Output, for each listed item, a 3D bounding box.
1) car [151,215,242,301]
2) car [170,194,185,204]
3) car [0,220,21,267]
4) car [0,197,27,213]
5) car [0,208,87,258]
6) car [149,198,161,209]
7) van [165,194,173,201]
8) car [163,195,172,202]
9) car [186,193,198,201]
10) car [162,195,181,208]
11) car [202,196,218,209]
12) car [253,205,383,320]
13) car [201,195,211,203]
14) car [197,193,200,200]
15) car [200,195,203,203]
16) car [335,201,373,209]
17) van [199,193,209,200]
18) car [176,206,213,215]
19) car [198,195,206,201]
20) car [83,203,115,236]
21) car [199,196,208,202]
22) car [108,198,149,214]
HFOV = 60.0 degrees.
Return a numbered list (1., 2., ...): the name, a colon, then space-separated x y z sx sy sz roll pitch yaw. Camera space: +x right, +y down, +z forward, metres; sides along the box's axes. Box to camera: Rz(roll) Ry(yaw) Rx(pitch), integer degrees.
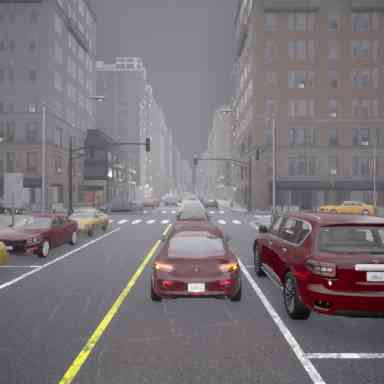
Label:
1. car: 0.090 1.528 8.197 1.812 1.442 4.674 0 0 0
2. car: -2.989 1.583 66.286 1.994 1.385 4.181 0 0 1
3. car: -5.845 1.527 7.083 1.752 1.417 4.829 1 0 0
4. car: -17.245 1.198 29.697 4.553 1.767 2.097 1 -1 0
5. car: -5.843 1.547 12.877 1.887 1.381 4.507 1 0 0
6. car: -5.827 1.555 45.522 1.887 1.381 4.507 1 0 0
7. van: -5.805 1.371 85.232 1.690 1.788 3.998 1 0 0
8. car: -5.808 1.466 79.559 1.967 1.590 4.097 1 0 0
9. car: 0.044 1.570 85.243 2.033 1.411 5.357 0 0 0
10. car: -3.069 1.519 49.860 1.837 1.490 4.892 0 -1 0
11. car: 2.699 1.593 45.508 1.802 1.307 4.206 1 0 0
12. car: 2.683 1.317 7.240 2.192 1.841 5.009 1 0 0
13. car: 2.702 1.595 51.182 1.802 1.307 4.206 1 0 0
14. car: 2.713 1.335 68.202 2.192 1.841 5.009 1 0 0
15. car: 2.704 1.597 56.855 1.802 1.307 4.206 1 0 0
16. car: 15.141 1.641 32.697 5.008 1.535 1.882 0 -1 1
17. van: 2.710 1.358 62.529 1.690 1.788 3.998 1 0 0
18. car: 0.072 1.605 17.375 1.895 1.301 4.718 0 0 0
19. car: 2.721 1.600 90.895 1.947 1.339 4.313 1 0 0
20. car: -5.840 1.529 18.332 1.752 1.417 4.829 1 0 0
21. car: 2.716 1.608 79.548 1.802 1.307 4.206 1 0 0
22. car: -7.455 1.527 33.764 5.357 1.411 2.033 1 -1 -37
